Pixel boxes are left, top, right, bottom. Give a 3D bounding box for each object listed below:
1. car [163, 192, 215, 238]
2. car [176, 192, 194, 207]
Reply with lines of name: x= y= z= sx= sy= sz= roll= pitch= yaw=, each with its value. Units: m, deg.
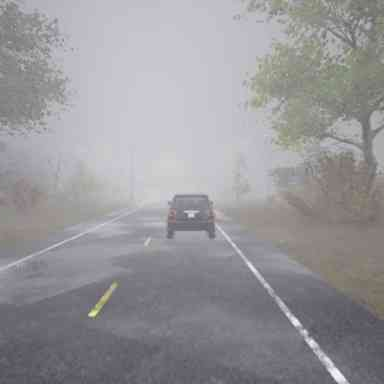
car: x=-0.078 y=1.034 z=16.655 sx=2.150 sy=2.045 sz=5.566 roll=0 pitch=1 yaw=-1
car: x=-0.916 y=0.863 z=42.084 sx=2.097 sy=1.767 sz=4.553 roll=0 pitch=1 yaw=-3
